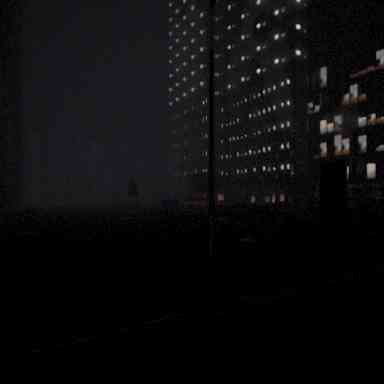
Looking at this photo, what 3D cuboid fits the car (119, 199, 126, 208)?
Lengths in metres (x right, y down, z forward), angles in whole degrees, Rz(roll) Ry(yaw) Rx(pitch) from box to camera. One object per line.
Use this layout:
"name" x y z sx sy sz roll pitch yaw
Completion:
"car" -12.695 2.456 66.706 1.752 1.417 4.829 -1 -1 -26

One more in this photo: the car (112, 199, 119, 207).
"car" -15.200 2.580 71.930 1.887 1.381 4.507 -1 -1 -26

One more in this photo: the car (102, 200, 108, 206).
"car" -22.498 2.887 87.142 1.887 1.381 4.507 -1 -1 -26

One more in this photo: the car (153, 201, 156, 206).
"car" -7.644 2.615 75.555 1.802 1.307 4.206 -1 -1 -26

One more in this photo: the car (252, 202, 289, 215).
"car" 9.386 1.909 40.059 1.947 1.339 4.313 -1 0 -26

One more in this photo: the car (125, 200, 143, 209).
"car" -10.334 2.384 61.788 2.008 1.369 4.403 -1 -1 -26

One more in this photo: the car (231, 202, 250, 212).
"car" 6.953 2.005 45.130 1.947 1.339 4.313 -1 0 -26

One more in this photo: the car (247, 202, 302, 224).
"car" 6.696 1.708 26.291 2.008 1.369 4.403 -1 -1 -26

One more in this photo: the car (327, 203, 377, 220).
"car" 14.251 1.705 29.916 2.008 1.369 4.403 -1 0 -26

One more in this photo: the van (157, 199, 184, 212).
"van" -3.041 1.879 46.578 1.690 1.788 3.998 -1 -1 -26

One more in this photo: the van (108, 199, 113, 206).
"van" -17.637 2.479 77.002 1.690 1.788 3.998 -1 -1 -26

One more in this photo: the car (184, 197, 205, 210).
"car" 0.150 1.835 53.186 2.150 2.045 5.566 0 -1 -24
